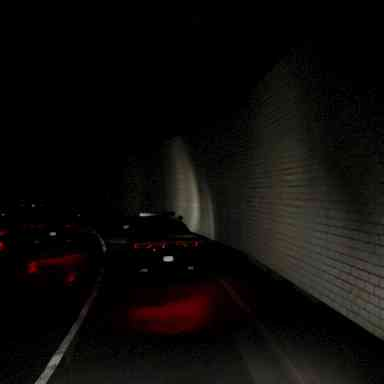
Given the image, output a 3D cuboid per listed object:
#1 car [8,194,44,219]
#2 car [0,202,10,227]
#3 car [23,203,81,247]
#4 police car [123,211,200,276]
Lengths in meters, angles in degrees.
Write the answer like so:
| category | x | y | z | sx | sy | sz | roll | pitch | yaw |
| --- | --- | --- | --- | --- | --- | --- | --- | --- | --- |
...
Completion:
| category | x | y | z | sx | sy | sz | roll | pitch | yaw |
| --- | --- | --- | --- | --- | --- | --- | --- | --- | --- |
| car | -14.852 | 1.223 | 29.644 | 2.150 | 2.045 | 5.566 | 0 | 0 | -39 |
| car | -13.308 | 1.525 | 21.937 | 1.812 | 1.442 | 4.674 | 0 | 0 | -32 |
| car | -6.212 | 1.477 | 15.269 | 1.882 | 1.535 | 5.008 | 0 | 0 | -19 |
| police car | -1.131 | 1.425 | 10.642 | 1.930 | 1.638 | 5.238 | 0 | 0 | -12 |
